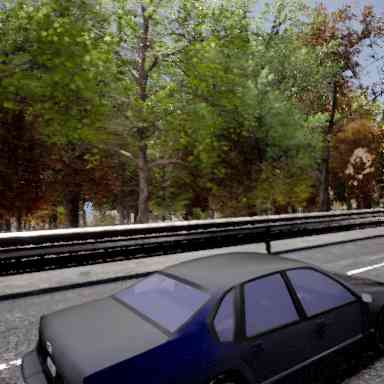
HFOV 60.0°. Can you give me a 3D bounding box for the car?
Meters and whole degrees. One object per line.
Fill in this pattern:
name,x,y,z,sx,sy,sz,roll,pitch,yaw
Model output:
car,0.824,1.542,4.344,5.357,1.411,2.033,0,0,-36
